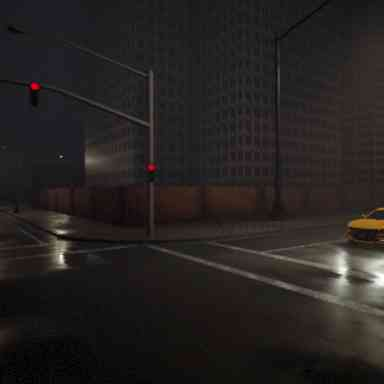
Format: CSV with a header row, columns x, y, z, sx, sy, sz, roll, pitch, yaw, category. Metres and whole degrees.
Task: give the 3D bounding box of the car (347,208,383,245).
x,y,z,sx,sy,sz,roll,pitch,yaw,category
8.633,1.404,14.238,5.008,1.535,1.882,0,0,-34,car
